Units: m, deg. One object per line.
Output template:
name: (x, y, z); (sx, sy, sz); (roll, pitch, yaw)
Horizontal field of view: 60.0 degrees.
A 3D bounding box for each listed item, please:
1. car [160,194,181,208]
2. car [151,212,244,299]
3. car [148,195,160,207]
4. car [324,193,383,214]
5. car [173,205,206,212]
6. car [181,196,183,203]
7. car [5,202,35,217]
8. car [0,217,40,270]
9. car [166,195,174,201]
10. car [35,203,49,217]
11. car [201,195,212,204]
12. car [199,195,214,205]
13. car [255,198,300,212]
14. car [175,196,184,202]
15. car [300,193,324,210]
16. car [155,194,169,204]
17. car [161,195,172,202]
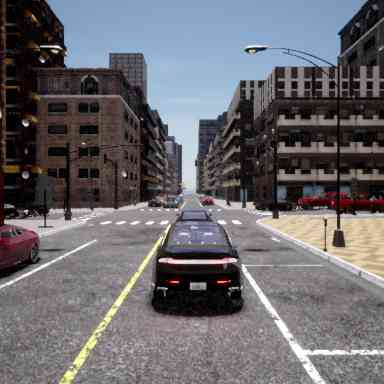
car: (-3.019, 1.365, 48.203); (2.097, 1.767, 4.553); (0, 0, 0)
car: (0.110, 1.491, 8.439); (2.128, 1.511, 4.902); (0, 0, 0)
car: (-5.641, 1.581, 51.255); (1.947, 1.339, 4.313); (0, 0, 0)
car: (14.722, 1.029, 29.173); (5.009, 1.841, 2.192); (-1, 1, 0)
car: (0.115, 1.565, 17.054); (1.994, 1.385, 4.181); (0, 0, 0)
car: (-3.024, 1.620, 58.136); (1.895, 1.301, 4.718); (0, 0, 0)
car: (-18.140, 1.806, 31.524); (4.902, 1.511, 2.128); (-1, 0, 0)
car: (-5.732, 1.582, 9.232); (1.802, 1.307, 4.206); (0, 0, 0)
car: (-5.609, 1.481, 85.351); (1.967, 1.590, 4.097); (0, 0, 0)
car: (-17.418, 1.821, 34.744); (4.674, 1.442, 1.812); (-1, 0, 0)
car: (2.750, 1.462, 62.614); (1.967, 1.590, 4.097); (0, 0, 0)
car: (2.744, 1.458, 56.932); (1.967, 1.590, 4.097); (0, 0, 0)
car: (8.789, 1.376, 35.309); (4.181, 1.385, 1.994); (-1, 0, 4)
car: (-2.924, 1.572, 79.072); (2.033, 1.411, 5.357); (0, 0, 0)
car: (14.595, 1.015, 37.552); (5.009, 1.841, 2.192); (-1, 1, 0)
car: (-5.631, 1.337, 62.620); (2.192, 1.841, 5.009); (0, 0, 0)
car: (-5.620, 1.470, 73.985); (1.967, 1.590, 4.097); (0, 0, 0)
